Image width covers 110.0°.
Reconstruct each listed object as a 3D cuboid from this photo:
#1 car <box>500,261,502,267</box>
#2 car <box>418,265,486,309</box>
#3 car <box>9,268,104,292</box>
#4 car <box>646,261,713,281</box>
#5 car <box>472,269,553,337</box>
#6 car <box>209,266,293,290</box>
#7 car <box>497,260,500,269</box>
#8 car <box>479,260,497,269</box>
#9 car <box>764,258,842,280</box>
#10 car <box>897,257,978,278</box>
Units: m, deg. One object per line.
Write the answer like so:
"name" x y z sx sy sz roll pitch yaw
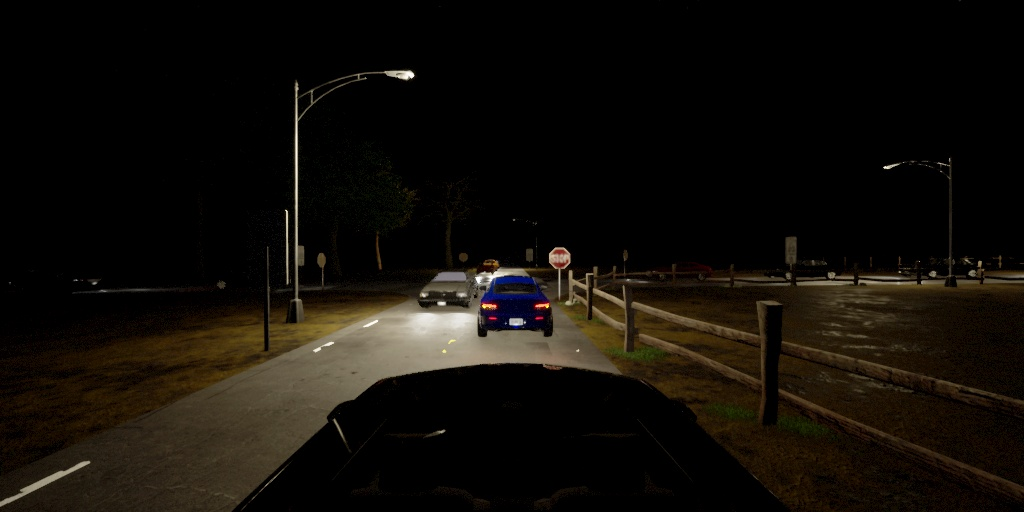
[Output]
"car" -2.934 1.385 58.904 2.033 1.411 5.357 0 0 1
"car" -2.463 1.302 15.368 2.033 1.411 5.357 0 0 0
"car" -30.611 1.598 24.180 4.902 1.511 2.128 -1 1 0
"car" 12.552 1.110 27.029 4.674 1.442 1.812 -1 1 2
"car" 0.053 1.277 10.158 1.812 1.442 4.674 0 0 -1
"car" -17.423 1.437 24.165 5.008 1.535 1.882 0 1 0
"car" -2.955 1.279 49.075 1.882 1.535 5.008 0 0 0
"car" -2.900 1.380 39.719 1.895 1.301 4.718 0 0 -2
"car" 21.761 0.954 26.963 5.008 1.535 1.882 -1 1 1
"car" 31.995 0.862 26.922 4.892 1.490 1.837 0 1 0
